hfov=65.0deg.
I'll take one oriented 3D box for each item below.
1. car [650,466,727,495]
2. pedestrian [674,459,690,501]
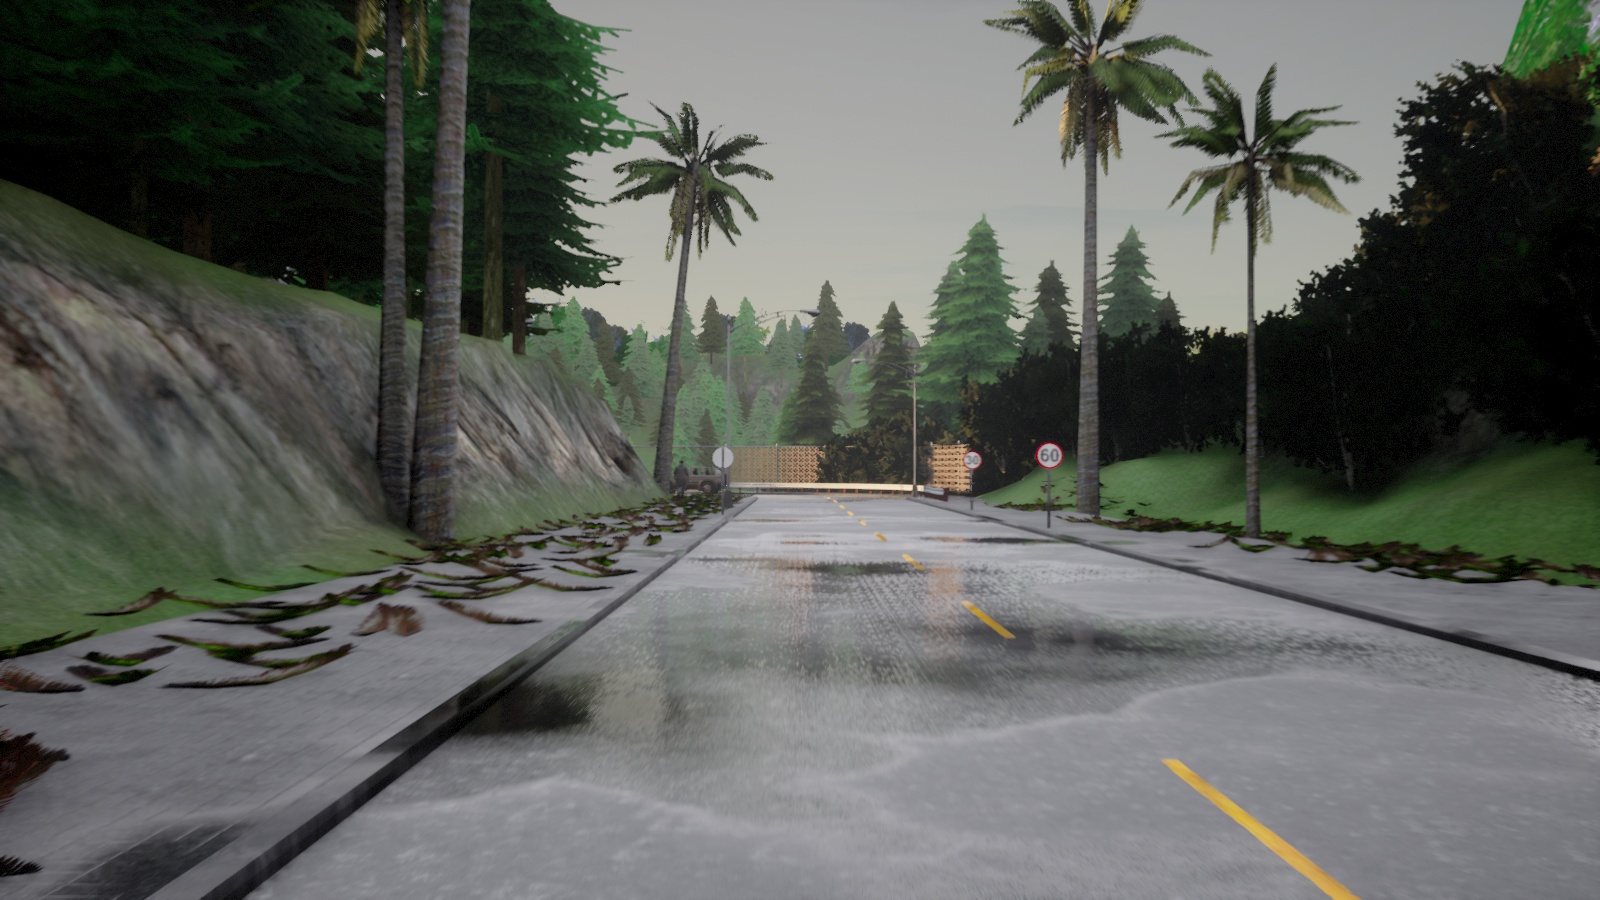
[{"bbox_3d":[-7.175,1.991,81.161,4.605,1.855,1.932,0,-1,8],"label":"car"},{"bbox_3d":[-5.473,1.379,58.400,0.659,1.952,0.873,0,-1,0],"label":"pedestrian"}]
